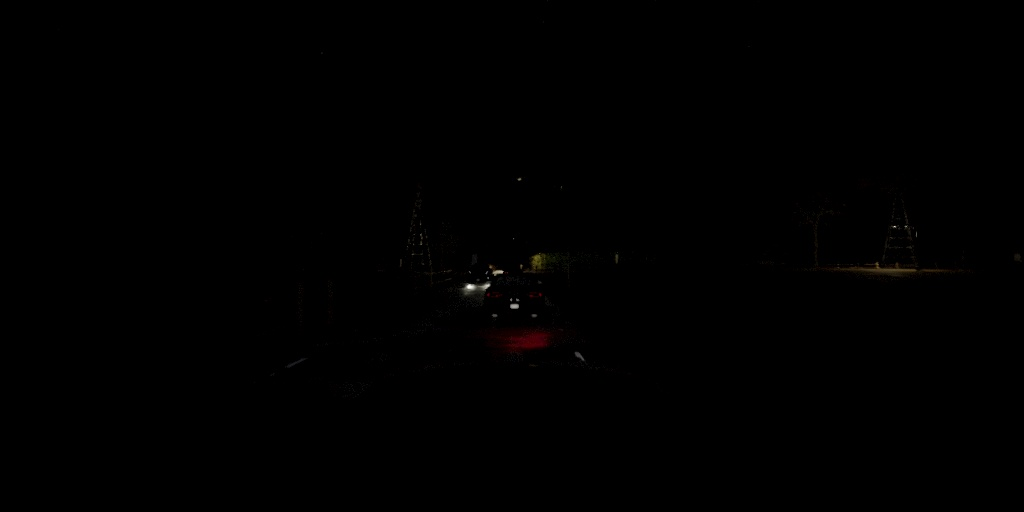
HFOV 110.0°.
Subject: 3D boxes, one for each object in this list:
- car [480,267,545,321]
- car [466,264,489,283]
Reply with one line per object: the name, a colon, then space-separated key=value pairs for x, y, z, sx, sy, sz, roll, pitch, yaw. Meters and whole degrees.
car: x=0.081 y=1.332 z=12.933 sx=1.882 sy=1.535 sz=5.008 roll=0 pitch=0 yaw=0
car: x=-2.867 y=1.486 z=32.483 sx=2.097 sy=1.767 sz=4.553 roll=0 pitch=-1 yaw=0
